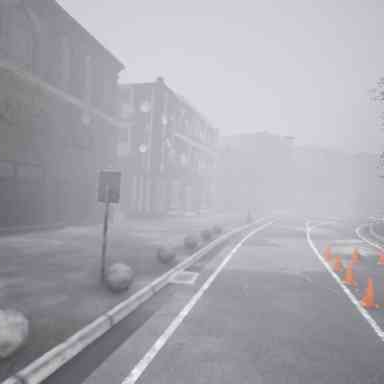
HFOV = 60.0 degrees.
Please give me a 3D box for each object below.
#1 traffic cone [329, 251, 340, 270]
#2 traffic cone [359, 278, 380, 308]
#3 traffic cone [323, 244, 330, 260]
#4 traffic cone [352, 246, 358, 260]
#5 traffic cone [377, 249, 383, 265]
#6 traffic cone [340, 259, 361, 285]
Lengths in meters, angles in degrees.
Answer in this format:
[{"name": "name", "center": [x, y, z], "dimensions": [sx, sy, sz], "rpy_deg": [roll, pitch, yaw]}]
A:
[{"name": "traffic cone", "center": [4.986, 2.349, 11.411], "dimensions": [0.340, 0.580, 0.340], "rpy_deg": [3, -1, 14]}, {"name": "traffic cone", "center": [4.025, 2.256, 7.529], "dimensions": [0.340, 0.580, 0.340], "rpy_deg": [3, -1, 14]}, {"name": "traffic cone", "center": [5.466, 2.395, 13.352], "dimensions": [0.340, 0.580, 0.340], "rpy_deg": [3, -1, 14]}, {"name": "traffic cone", "center": [6.435, 2.446, 13.111], "dimensions": [0.340, 0.580, 0.340], "rpy_deg": [3, -1, 14]}, {"name": "traffic cone", "center": [7.405, 2.497, 12.870], "dimensions": [0.340, 0.580, 0.340], "rpy_deg": [3, -1, 14]}, {"name": "traffic cone", "center": [4.506, 2.302, 9.470], "dimensions": [0.340, 0.580, 0.340], "rpy_deg": [3, -1, 14]}]
